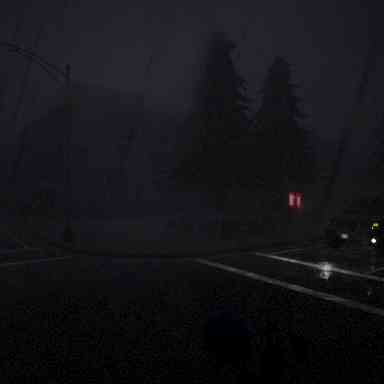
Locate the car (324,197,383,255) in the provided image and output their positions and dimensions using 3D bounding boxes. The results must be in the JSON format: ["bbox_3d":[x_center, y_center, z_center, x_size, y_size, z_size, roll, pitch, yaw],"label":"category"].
[{"bbox_3d":[7.762,1.248,13.710,5.566,2.045,2.150,0,0,-36],"label":"car"}]
